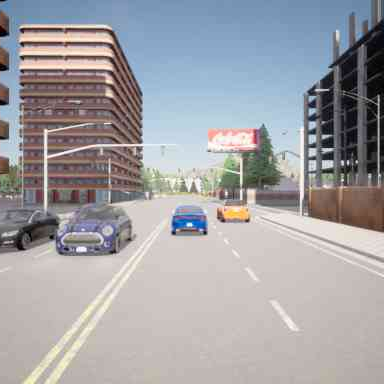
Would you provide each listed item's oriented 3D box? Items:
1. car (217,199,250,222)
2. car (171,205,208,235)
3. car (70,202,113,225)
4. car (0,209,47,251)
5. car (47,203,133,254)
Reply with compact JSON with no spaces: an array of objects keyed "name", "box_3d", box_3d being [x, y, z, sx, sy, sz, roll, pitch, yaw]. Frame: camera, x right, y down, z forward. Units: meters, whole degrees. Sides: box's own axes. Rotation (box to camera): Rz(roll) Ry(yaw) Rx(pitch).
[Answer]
[{"name":"car","box_3d":[3.151,1.352,26.071,2.097,1.767,4.553,0,0,-1]},{"name":"car","box_3d":[-0.152,1.478,18.942,1.882,1.535,5.008,0,0,-1]},{"name":"car","box_3d":[-7.332,1.526,24.715,1.812,1.442,4.674,0,0,-1]},{"name":"car","box_3d":[-7.270,1.491,14.230,2.128,1.511,4.902,0,0,-1]},{"name":"car","box_3d":[-3.759,1.351,13.484,2.097,1.767,4.553,0,0,-1]}]
